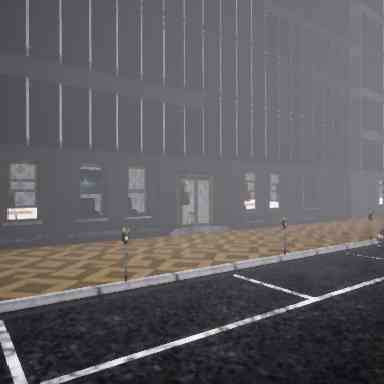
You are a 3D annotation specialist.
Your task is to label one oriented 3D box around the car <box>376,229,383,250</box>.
[{"bbox_3d":[8.819,1.542,12.851,4.403,1.369,2.008,0,0,-36],"label":"car"}]
